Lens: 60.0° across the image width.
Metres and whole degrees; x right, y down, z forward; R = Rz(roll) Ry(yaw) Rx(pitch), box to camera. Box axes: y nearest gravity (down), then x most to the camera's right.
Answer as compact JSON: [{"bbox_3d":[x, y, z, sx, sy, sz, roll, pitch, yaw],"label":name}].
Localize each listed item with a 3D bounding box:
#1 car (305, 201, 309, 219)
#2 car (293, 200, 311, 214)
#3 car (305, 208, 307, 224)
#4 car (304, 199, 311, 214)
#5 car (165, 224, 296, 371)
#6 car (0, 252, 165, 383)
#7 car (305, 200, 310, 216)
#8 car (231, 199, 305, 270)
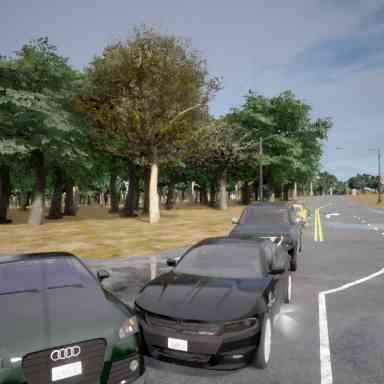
[{"bbox_3d":[7.233,1.664,24.063,1.882,1.535,5.008,-1,0,21],"label":"car"},{"bbox_3d":[13.315,1.748,40.153,1.812,1.442,4.674,-1,0,21],"label":"car"},{"bbox_3d":[5.084,1.774,18.309,1.895,1.301,4.718,-1,0,21],"label":"car"},{"bbox_3d":[11.319,1.563,34.943,2.097,1.767,4.553,-1,0,21],"label":"car"},{"bbox_3d":[0.737,1.613,6.264,1.882,1.535,5.008,-1,-2,21],"label":"car"},{"bbox_3d":[-2.309,1.643,4.967,1.994,1.385,4.181,2,-2,-33],"label":"car"},{"bbox_3d":[9.292,1.724,29.567,1.812,1.442,4.674,-1,0,21],"label":"car"},{"bbox_3d":[2.858,1.460,12.405,2.150,2.045,5.566,-2,0,21],"label":"car"}]
